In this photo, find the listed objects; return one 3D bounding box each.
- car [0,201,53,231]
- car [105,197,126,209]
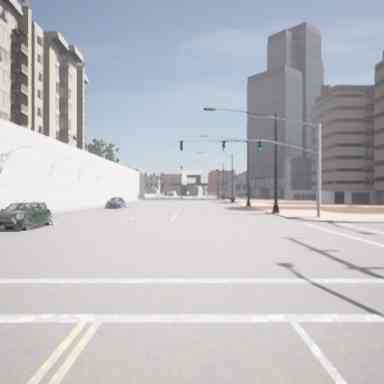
[{"bbox_3d":[-10.477,1.381,20.629,2.097,1.767,4.553,0,0,0],"label":"car"},{"bbox_3d":[-10.454,1.417,45.690,2.097,1.767,4.553,0,0,0],"label":"car"}]
